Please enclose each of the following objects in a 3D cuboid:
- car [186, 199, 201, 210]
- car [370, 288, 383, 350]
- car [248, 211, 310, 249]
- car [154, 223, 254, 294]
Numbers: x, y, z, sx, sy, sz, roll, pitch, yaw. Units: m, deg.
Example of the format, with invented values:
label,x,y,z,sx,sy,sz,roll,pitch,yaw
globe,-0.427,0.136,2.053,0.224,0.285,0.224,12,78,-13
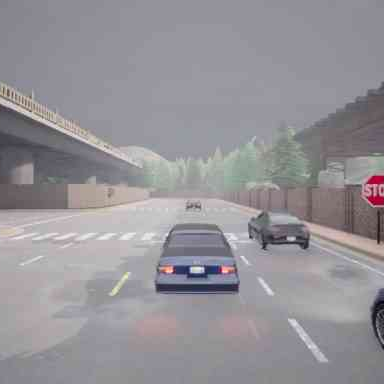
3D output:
label,x,y,z,sx,sy,sz,roll,pitch,yaw
car,0.206,1.601,43.107,1.895,1.301,4.718,0,0,0
car,3.597,1.526,3.068,1.812,1.442,4.674,0,0,0
car,3.608,1.526,14.345,1.812,1.442,4.674,0,0,0
car,0.099,1.547,8.908,2.033,1.411,5.357,0,0,0
